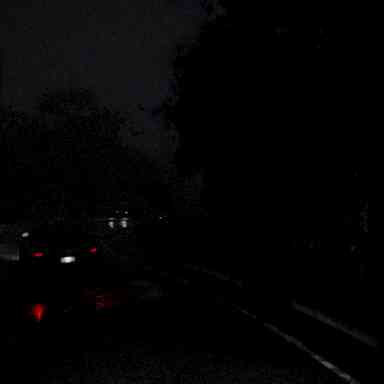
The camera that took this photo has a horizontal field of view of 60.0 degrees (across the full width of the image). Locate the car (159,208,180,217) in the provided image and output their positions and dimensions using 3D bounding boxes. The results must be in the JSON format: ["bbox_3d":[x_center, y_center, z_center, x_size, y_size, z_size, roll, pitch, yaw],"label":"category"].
[{"bbox_3d":[-3.354,3.016,49.891,1.994,1.385,4.181,-1,-5,18],"label":"car"}]

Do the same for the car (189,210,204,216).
[{"bbox_3d":[0.921,4.138,63.236,1.837,1.490,4.892,-1,-5,18],"label":"car"}]

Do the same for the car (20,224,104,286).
[{"bbox_3d":[-4.006,1.655,9.963,1.994,1.385,4.181,0,0,-28],"label":"car"}]

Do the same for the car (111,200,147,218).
[{"bbox_3d":[-7.095,1.880,38.183,2.150,2.045,5.566,-1,-3,18],"label":"car"}]
